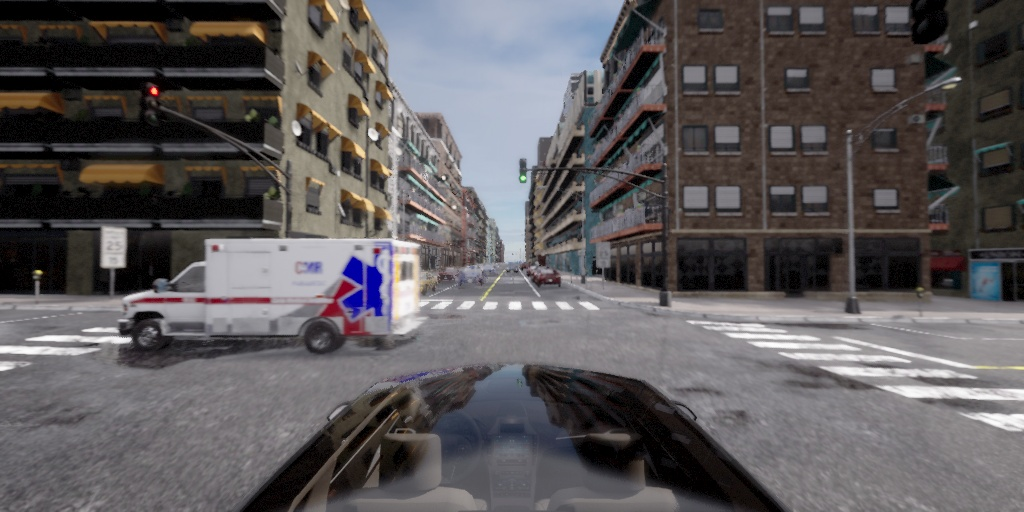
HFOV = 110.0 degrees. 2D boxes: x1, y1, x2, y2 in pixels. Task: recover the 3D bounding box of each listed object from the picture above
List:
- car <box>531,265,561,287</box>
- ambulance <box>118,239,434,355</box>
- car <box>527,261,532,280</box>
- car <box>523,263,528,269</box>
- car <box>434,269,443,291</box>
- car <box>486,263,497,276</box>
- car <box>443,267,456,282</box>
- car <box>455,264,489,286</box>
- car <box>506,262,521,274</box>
[{"bbox_3d":[2.697,1.605,27.450,1.888,1.381,4.507,0,0,0],"label":"car"},{"bbox_3d":[-5.385,0.873,8.594,6.366,2.431,2.351,0,-1,0],"label":"ambulance"},{"bbox_3d":[2.699,1.566,32.974,1.967,1.591,4.097,0,0,0],"label":"car"},{"bbox_3d":[2.701,1.843,44.020,1.802,1.307,4.207,0,0,0],"label":"car"},{"bbox_3d":[-5.685,1.519,21.773,1.751,1.417,4.829,0,0,0],"label":"car"},{"bbox_3d":[-3.058,1.830,47.639,1.812,1.442,4.674,0,-1,0],"label":"car"},{"bbox_3d":[-5.683,1.672,32.989,1.888,1.381,4.507,0,0,0],"label":"car"},{"bbox_3d":[-3.089,1.601,28.763,1.812,1.442,4.674,0,-1,0],"label":"car"},{"bbox_3d":[0.013,1.975,53.331,1.895,1.301,4.718,0,-1,0],"label":"car"}]
